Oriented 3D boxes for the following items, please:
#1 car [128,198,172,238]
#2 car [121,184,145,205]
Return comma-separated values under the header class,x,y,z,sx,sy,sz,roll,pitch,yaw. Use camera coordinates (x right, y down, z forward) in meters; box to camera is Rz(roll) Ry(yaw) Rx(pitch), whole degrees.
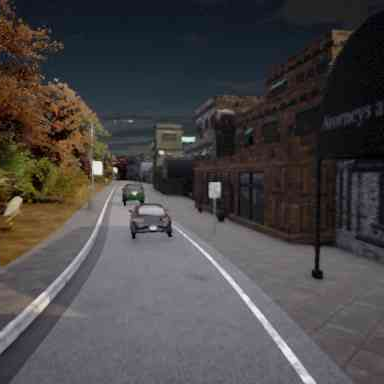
class,x,y,z,sx,sy,sz,roll,pitch,yaw
car,-2.068,1.264,16.171,1.812,1.442,4.674,-1,2,-11
car,-6.090,0.159,34.538,2.150,2.045,5.566,-1,3,-12
